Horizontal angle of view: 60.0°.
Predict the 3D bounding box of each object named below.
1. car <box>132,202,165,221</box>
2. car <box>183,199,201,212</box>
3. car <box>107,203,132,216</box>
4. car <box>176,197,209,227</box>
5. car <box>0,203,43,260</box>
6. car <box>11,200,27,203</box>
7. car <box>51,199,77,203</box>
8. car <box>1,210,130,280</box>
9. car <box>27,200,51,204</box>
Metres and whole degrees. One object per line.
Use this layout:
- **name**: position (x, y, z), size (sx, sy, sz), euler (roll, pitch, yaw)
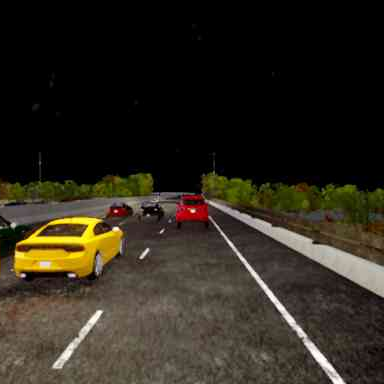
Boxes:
- **car**: position (-3.464, 1.636, 28.749), size (2.128, 1.511, 4.902), euler (0, 0, 0)
- **car**: position (0.001, 1.697, 42.617), size (2.128, 1.511, 4.902), euler (0, 0, 0)
- **car**: position (-6.973, 1.733, 32.459), size (1.994, 1.385, 4.181), euler (0, 0, 0)
- **car**: position (0.045, 1.338, 24.087), size (2.150, 2.045, 5.566), euler (0, 0, 0)
- **car**: position (-6.920, 1.417, 10.729), size (2.097, 1.767, 4.553), euler (0, 0, 0)
- **car**: position (-24.610, 1.857, 47.356), size (1.994, 1.385, 4.181), euler (0, 0, 0)
- **car**: position (-17.612, 1.741, 47.190), size (1.882, 1.535, 5.008), euler (0, -1, 0)
- **car**: position (-3.419, 1.534, 10.208), size (1.882, 1.535, 5.008), euler (0, 0, 0)
- **car**: position (-21.111, 1.851, 47.365), size (1.994, 1.385, 4.181), euler (0, 0, 0)
